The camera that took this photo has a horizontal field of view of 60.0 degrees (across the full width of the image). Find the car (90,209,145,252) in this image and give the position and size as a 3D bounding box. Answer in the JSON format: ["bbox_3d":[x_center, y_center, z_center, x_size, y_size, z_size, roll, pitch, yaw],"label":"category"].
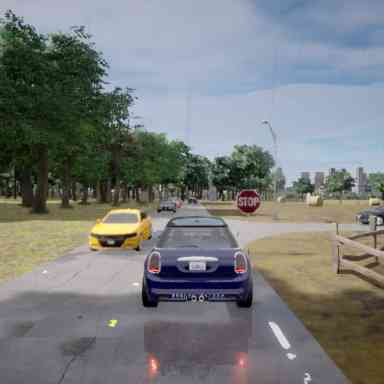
[{"bbox_3d":[-2.843,1.492,14.174,1.882,1.535,5.008,0,0,0],"label":"car"}]

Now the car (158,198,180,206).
[{"bbox_3d":[-2.813,1.656,38.293,1.994,1.385,4.181,0,0,1],"label":"car"}]

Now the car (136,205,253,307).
[{"bbox_3d":[0.104,1.360,8.135,2.097,1.767,4.553,0,0,0],"label":"car"}]

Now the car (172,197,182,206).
[{"bbox_3d":[-2.786,1.754,61.123,1.837,1.490,4.892,0,1,-2],"label":"car"}]

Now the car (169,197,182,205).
[{"bbox_3d":[-2.805,1.515,49.136,2.097,1.767,4.553,0,0,0],"label":"car"}]

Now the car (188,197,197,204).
[{"bbox_3d":[0.104,1.847,71.255,1.837,1.490,4.892,0,-1,0],"label":"car"}]

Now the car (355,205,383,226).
[{"bbox_3d":[14.200,1.597,23.558,4.892,1.490,1.837,0,-2,0],"label":"car"}]
